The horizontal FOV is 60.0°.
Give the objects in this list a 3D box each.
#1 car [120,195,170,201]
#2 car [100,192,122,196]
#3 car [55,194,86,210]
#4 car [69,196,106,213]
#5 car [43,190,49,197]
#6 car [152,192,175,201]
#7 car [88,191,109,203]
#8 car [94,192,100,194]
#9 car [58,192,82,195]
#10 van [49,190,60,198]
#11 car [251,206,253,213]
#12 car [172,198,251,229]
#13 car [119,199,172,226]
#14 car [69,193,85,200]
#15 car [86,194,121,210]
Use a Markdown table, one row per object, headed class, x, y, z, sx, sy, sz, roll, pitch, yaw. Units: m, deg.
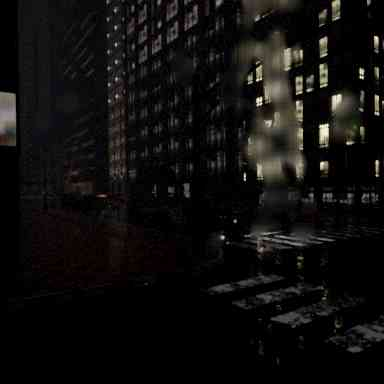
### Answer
| class | x | y | z | sx | sy | sz | roll | pitch | yaw |
| --- | --- | --- | --- | --- | --- | --- | --- | --- | --- |
| car | -4.185 | 1.315 | 28.689 | 1.837 | 1.490 | 4.892 | -1 | 1 | -35 |
| car | -12.007 | 1.009 | 51.033 | 1.837 | 1.490 | 4.892 | -1 | 1 | -35 |
| car | -13.766 | 1.289 | 38.034 | 2.008 | 1.369 | 4.403 | -1 | 1 | -35 |
| car | -10.562 | 1.354 | 33.390 | 1.947 | 1.339 | 4.313 | -1 | 1 | -35 |
| car | -35.712 | 0.688 | 84.621 | 2.008 | 1.369 | 4.403 | -1 | 1 | -35 |
| car | -3.688 | 0.963 | 38.177 | 2.192 | 1.841 | 5.009 | -1 | 1 | -35 |
| car | -15.992 | 0.795 | 56.750 | 2.097 | 1.767 | 4.553 | -1 | 1 | -35 |
| car | -16.187 | 1.076 | 51.743 | 2.033 | 1.411 | 5.357 | -1 | 1 | -34 |
| car | -17.731 | 1.105 | 48.473 | 1.837 | 1.490 | 4.892 | -1 | 1 | -34 |
| van | -32.510 | 0.531 | 79.974 | 1.690 | 1.788 | 3.998 | -1 | 1 | -35 |
| car | 3.064 | 1.278 | 28.322 | 1.752 | 1.417 | 4.829 | -1 | 1 | -35 |
| car | 1.085 | 1.382 | 21.034 | 2.128 | 1.511 | 4.902 | -1 | 1 | -34 |
| car | -2.930 | 1.455 | 22.371 | 2.008 | 1.369 | 4.403 | -1 | 1 | -35 |
| car | -22.903 | 0.889 | 66.045 | 1.887 | 1.381 | 4.507 | -1 | 1 | -35 |
| car | -10.035 | 1.246 | 37.189 | 1.812 | 1.442 | 4.674 | -1 | 1 | -35 |
